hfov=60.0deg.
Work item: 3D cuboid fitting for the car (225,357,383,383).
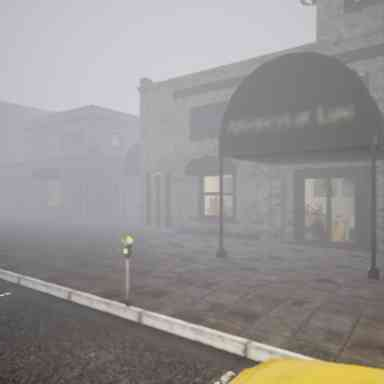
[{"bbox_3d":[2.109,1.529,1.373,4.829,1.417,1.752,0,0,36],"label":"car"}]
